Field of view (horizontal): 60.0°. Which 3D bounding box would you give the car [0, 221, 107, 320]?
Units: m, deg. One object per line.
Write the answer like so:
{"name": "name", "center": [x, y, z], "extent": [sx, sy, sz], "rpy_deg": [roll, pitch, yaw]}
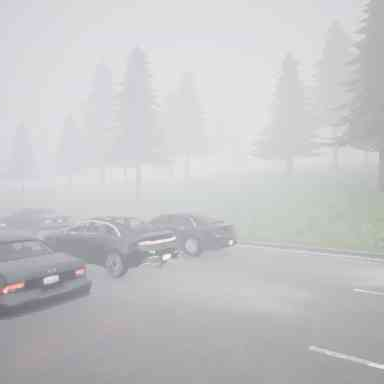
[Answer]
{"name": "car", "center": [-4.458, 1.550, 7.157], "extent": [5.357, 1.411, 2.033], "rpy_deg": [0, 0, 35]}

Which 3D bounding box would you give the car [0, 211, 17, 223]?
{"name": "car", "center": [-11.051, 1.553, 16.154], "extent": [5.357, 1.411, 2.033], "rpy_deg": [0, 0, 34]}

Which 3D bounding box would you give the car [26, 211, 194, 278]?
{"name": "car", "center": [-2.638, 1.494, 10.156], "extent": [4.902, 1.511, 2.128], "rpy_deg": [0, 0, 35]}

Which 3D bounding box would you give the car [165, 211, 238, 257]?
{"name": "car", "center": [-0.609, 1.508, 13.010], "extent": [4.892, 1.490, 1.837], "rpy_deg": [0, 0, 36]}

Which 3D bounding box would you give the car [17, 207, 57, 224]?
{"name": "car", "center": [-8.924, 1.553, 18.895], "extent": [5.357, 1.411, 2.033], "rpy_deg": [0, 0, 37]}
